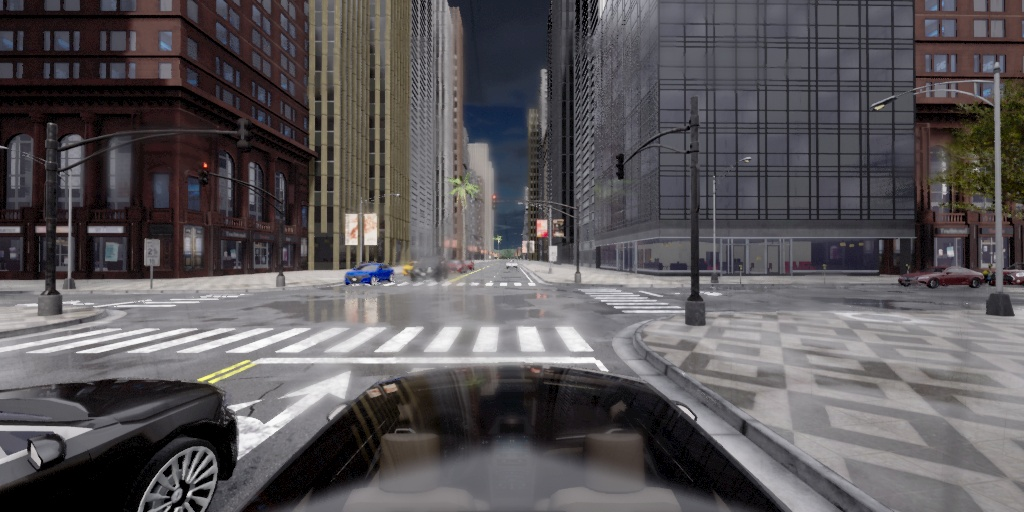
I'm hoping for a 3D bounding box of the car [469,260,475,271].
[{"bbox_3d":[-6.698,1.363,53.522,1.882,1.535,5.008,0,0,0],"label":"car"}]

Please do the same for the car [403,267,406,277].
[{"bbox_3d":[-9.926,1.304,37.558,1.882,1.535,5.008,0,0,0],"label":"car"}]

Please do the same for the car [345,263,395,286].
[{"bbox_3d":[-10.092,1.271,25.787,1.882,1.535,5.008,0,0,3],"label":"car"}]

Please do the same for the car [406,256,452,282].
[{"bbox_3d":[-6.674,1.024,29.526,2.150,2.045,5.566,0,0,-1],"label":"car"}]

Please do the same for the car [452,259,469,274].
[{"bbox_3d":[-6.677,1.194,42.436,2.097,1.767,4.553,0,0,0],"label":"car"}]

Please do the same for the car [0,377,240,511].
[{"bbox_3d":[-3.138,1.241,0.967,2.128,1.511,4.902,0,0,-1],"label":"car"}]

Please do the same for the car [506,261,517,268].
[{"bbox_3d":[-0.042,1.529,63.284,1.895,1.301,4.718,0,0,0],"label":"car"}]

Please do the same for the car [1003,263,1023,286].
[{"bbox_3d":[32.056,1.118,22.178,4.097,1.591,1.967,0,0,-1],"label":"car"}]

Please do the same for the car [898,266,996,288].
[{"bbox_3d":[26.418,1.276,22.078,4.207,1.307,1.802,0,0,-1],"label":"car"}]
